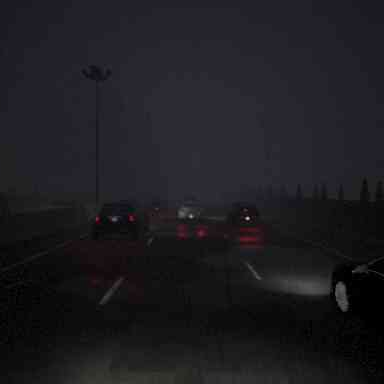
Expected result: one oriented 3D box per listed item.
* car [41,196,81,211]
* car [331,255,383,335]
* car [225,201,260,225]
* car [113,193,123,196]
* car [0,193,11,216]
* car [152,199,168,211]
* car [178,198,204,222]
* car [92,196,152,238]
[{"bbox_3d":[-10.773,1.332,27.611,1.882,1.535,5.008,0,0,0],"label":"car"},{"bbox_3d":[3.565,1.479,4.410,1.837,1.490,4.892,0,0,0],"label":"car"},{"bbox_3d":[3.451,1.377,23.153,1.837,1.490,4.892,0,0,0],"label":"car"},{"bbox_3d":[-14.431,1.072,64.673,1.837,1.490,4.892,0,0,0],"label":"car"},{"bbox_3d":[-14.238,1.108,21.877,2.150,2.045,5.566,0,0,0],"label":"car"},{"bbox_3d":[-3.640,1.403,36.590,1.895,1.301,4.718,0,0,0],"label":"car"},{"bbox_3d":[-0.063,1.391,24.697,1.812,1.442,4.674,0,0,0],"label":"car"},{"bbox_3d":[-3.508,1.260,17.073,2.097,1.767,4.553,0,0,0],"label":"car"}]
